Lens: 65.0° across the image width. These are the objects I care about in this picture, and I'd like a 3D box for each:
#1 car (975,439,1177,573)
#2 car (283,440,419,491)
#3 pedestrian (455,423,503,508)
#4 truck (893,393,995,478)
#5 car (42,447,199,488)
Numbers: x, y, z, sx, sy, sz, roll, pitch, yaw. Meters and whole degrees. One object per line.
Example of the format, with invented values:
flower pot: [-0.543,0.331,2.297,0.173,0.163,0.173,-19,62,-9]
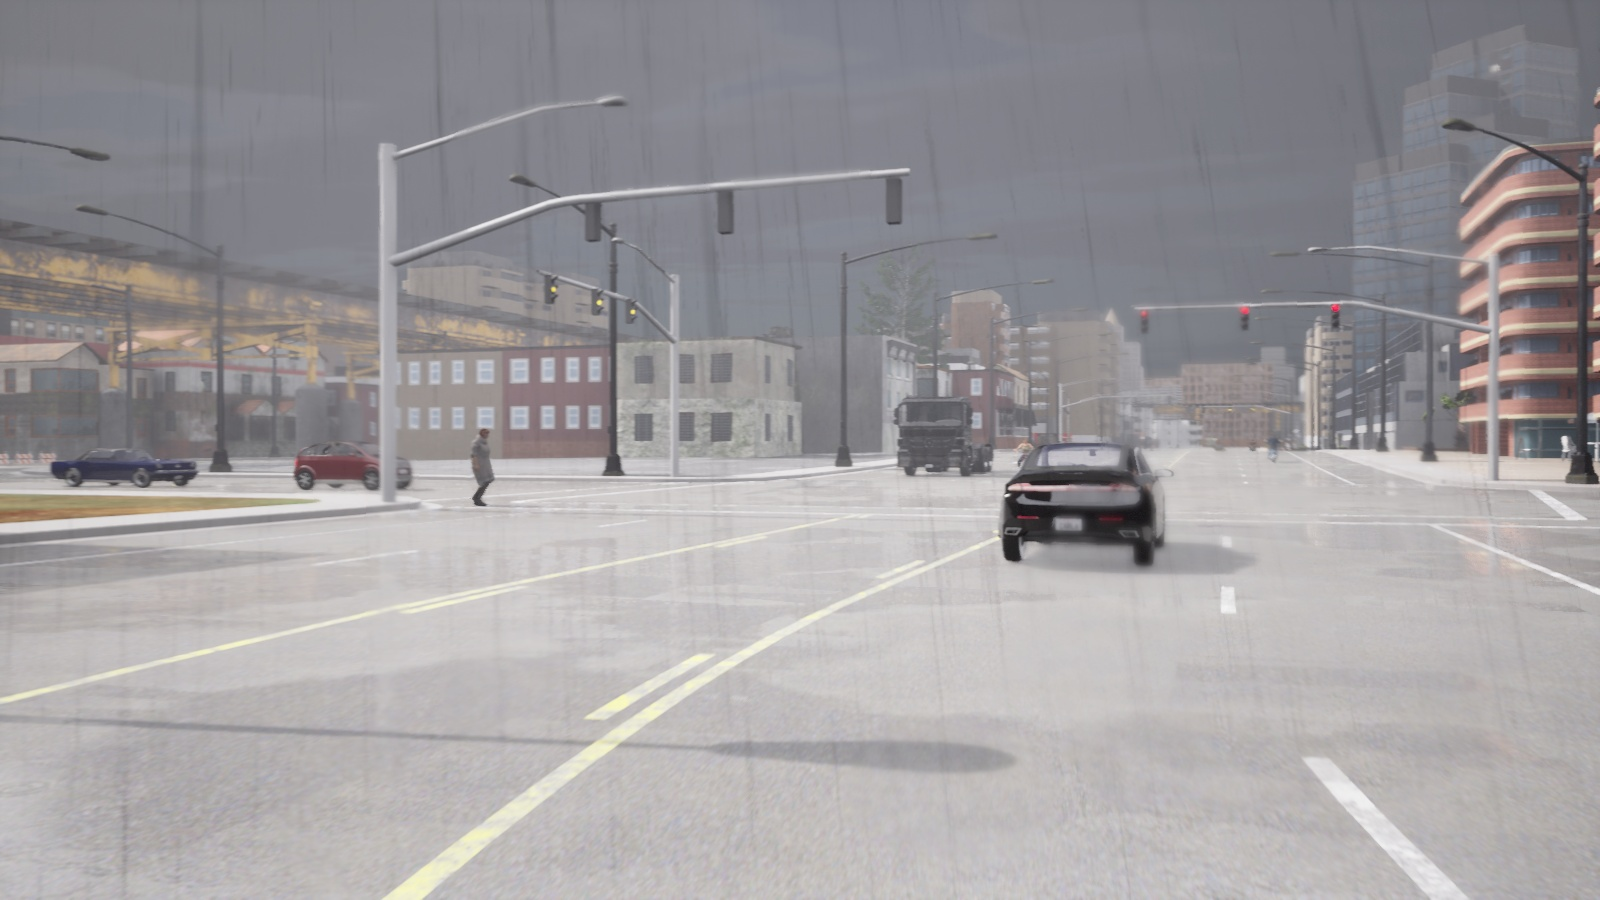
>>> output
car: [3.855,0.615,16.809,2.128,1.511,4.902,0,0,18]
car: [-14.149,0.474,39.595,3.705,1.549,1.789,0,0,18]
pedestrian: [-7.471,0.343,29.239,0.873,1.952,0.659,0,0,15]
truck: [6.473,-0.671,55.323,2.891,3.462,7.936,0,1,19]
car: [-22.904,0.564,42.337,4.718,1.301,1.895,0,0,17]
